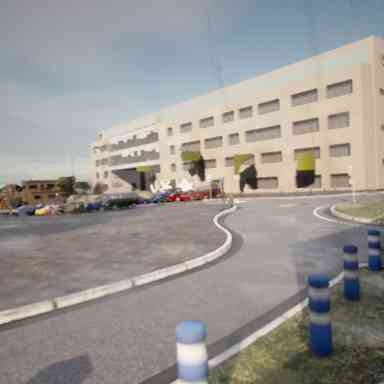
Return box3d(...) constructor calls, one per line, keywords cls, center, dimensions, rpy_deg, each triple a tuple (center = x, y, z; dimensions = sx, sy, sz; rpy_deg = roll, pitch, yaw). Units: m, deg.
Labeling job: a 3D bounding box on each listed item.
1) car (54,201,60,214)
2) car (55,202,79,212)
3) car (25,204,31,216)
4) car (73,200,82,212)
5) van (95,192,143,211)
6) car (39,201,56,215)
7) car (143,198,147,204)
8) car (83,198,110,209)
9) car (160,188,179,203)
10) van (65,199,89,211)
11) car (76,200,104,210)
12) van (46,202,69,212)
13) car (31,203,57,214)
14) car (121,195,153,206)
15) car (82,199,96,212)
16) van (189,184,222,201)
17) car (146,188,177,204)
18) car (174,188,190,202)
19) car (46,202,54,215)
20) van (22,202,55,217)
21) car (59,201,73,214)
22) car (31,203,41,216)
box3d(cls="car", center=(-16.116, 2.145, 46.536), dimensions=(4.792, 1.488, 2.163), rpy_deg=(-6, 0, -45))
box3d(cls="car", center=(-28.963, 3.397, 77.172), dimensions=(4.553, 1.767, 2.185), rpy_deg=(-6, 0, -45))
box3d(cls="car", center=(-23.895, 2.699, 54.353), dimensions=(5.566, 2.045, 2.435), rpy_deg=(-6, 0, -45))
box3d(cls="car", center=(-12.143, 1.562, 42.474), dimensions=(4.553, 1.767, 2.185), rpy_deg=(-6, 0, -45))
box3d(cls="van", center=(-8.368, 1.083, 38.408), dimensions=(4.442, 1.987, 1.878), rpy_deg=(-6, 1, -45))
box3d(cls="car", center=(-19.945, 2.567, 50.401), dimensions=(4.674, 1.452, 2.002), rpy_deg=(-6, 0, -45))
box3d(cls="car", center=(-5.576, 1.039, 53.268), dimensions=(4.792, 1.488, 2.163), rpy_deg=(-6, 0, -45))
box3d(cls="car", center=(-19.253, 2.353, 67.186), dimensions=(4.553, 1.767, 2.185), rpy_deg=(-6, 0, -45))
box3d(cls="car", center=(-1.698, 0.596, 49.353), dimensions=(2.097, 1.535, 5.008), rpy_deg=(-6, 0, 45))
box3d(cls="van", center=(-25.175, 2.889, 73.091), dimensions=(4.442, 1.987, 1.878), rpy_deg=(-6, 0, -45))
box3d(cls="car", center=(-21.171, 2.687, 69.191), dimensions=(4.892, 1.521, 2.231), rpy_deg=(-6, 0, -45))
box3d(cls="van", center=(-32.814, 3.711, 81.209), dimensions=(4.442, 1.987, 1.878), rpy_deg=(-6, 0, -45))
box3d(cls="car", center=(-38.734, 4.321, 87.112), dimensions=(5.566, 2.045, 2.435), rpy_deg=(-6, 0, -45))
box3d(cls="car", center=(-9.436, 1.454, 57.286), dimensions=(4.792, 1.488, 2.163), rpy_deg=(-6, 0, -45))
box3d(cls="car", center=(-10.207, 1.485, 40.462), dimensions=(5.008, 1.535, 2.097), rpy_deg=(-6, 0, -45))
box3d(cls="van", center=(2.294, 0.004, 45.435), dimensions=(4.442, 1.987, 1.878), rpy_deg=(-6, 1, -45))
box3d(cls="car", center=(-3.654, 0.550, 51.280), dimensions=(5.566, 2.045, 2.435), rpy_deg=(-6, 0, -45))
box3d(cls="car", center=(0.307, 0.431, 47.359), dimensions=(4.792, 1.488, 2.163), rpy_deg=(-6, 0, -45))
box3d(cls="car", center=(-18.081, 2.367, 48.503), dimensions=(4.674, 1.452, 2.002), rpy_deg=(-6, 0, -45))
box3d(cls="van", center=(-25.905, 2.940, 56.278), dimensions=(4.442, 1.987, 1.878), rpy_deg=(-6, 0, -45))
box3d(cls="car", center=(-14.322, 1.919, 44.399), dimensions=(5.366, 1.575, 1.946), rpy_deg=(-6, 0, -45))
box3d(cls="car", center=(-21.856, 2.730, 52.606), dimensions=(5.366, 1.575, 1.946), rpy_deg=(-6, 0, -45))
